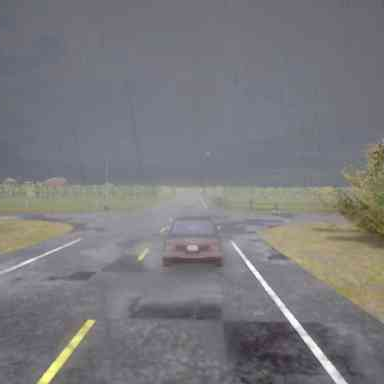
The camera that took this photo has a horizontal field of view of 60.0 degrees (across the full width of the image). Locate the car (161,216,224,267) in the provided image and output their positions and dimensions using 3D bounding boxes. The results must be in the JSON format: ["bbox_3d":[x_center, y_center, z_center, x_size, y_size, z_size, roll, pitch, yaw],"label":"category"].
[{"bbox_3d":[0.050,1.528,11.338,2.033,1.411,5.357,0,0,1],"label":"car"}]
